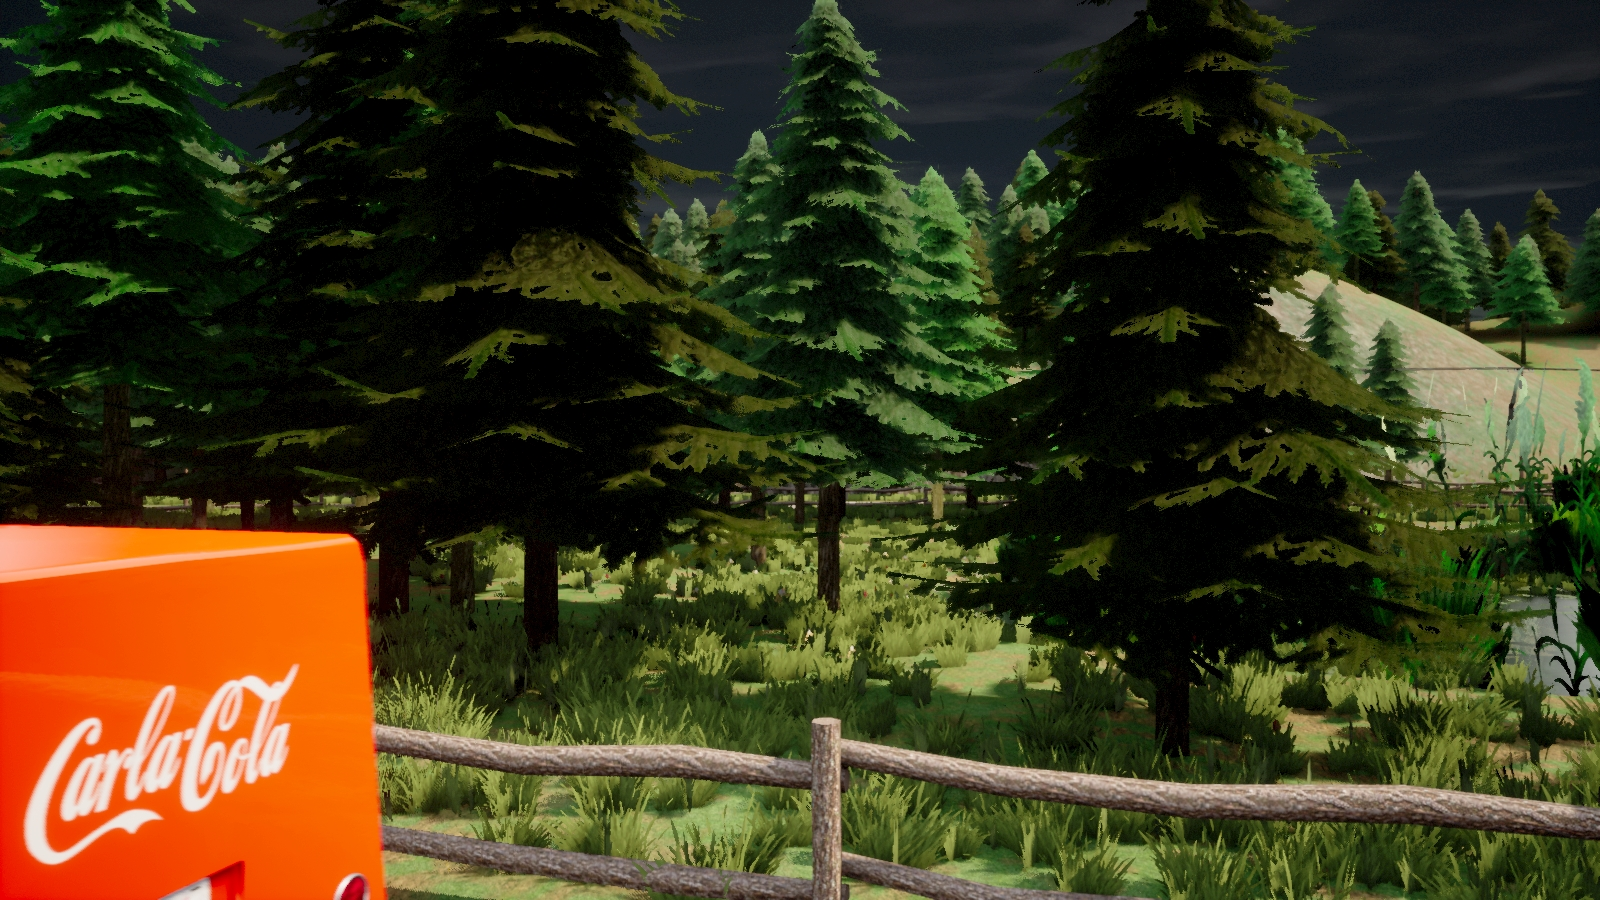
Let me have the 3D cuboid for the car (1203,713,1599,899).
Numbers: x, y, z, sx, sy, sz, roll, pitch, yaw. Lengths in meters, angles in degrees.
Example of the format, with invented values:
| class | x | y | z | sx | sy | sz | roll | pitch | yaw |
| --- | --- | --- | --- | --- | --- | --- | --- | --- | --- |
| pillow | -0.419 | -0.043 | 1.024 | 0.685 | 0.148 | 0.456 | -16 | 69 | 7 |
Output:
| class | x | y | z | sx | sy | sz | roll | pitch | yaw |
| --- | --- | --- | --- | --- | --- | --- | --- | --- | --- |
| car | 3.324 | 1.828 | 2.358 | 4.605 | 1.855 | 1.932 | 0 | 0 | 16 |

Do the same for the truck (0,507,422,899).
| class | x | y | z | sx | sy | sz | roll | pitch | yaw |
| --- | --- | --- | --- | --- | --- | --- | --- | --- | --- |
| truck | -4.591 | 1.528 | 4.678 | 5.204 | 2.467 | 2.627 | 0 | 0 | 16 |
